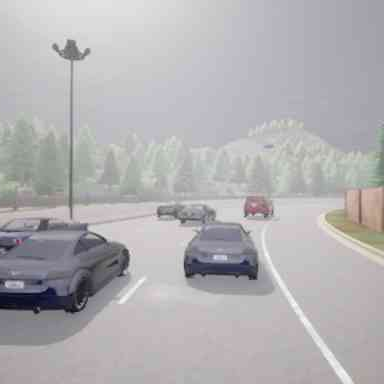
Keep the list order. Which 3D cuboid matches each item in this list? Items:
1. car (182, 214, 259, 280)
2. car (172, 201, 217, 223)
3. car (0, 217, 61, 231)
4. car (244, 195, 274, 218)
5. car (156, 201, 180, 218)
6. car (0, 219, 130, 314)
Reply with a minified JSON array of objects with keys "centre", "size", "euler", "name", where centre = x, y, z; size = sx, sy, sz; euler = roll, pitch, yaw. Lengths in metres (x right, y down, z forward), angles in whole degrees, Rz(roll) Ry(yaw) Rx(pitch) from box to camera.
[{"centre":[0.926,1.593,10.193],"size":[1.994,1.385,4.181],"euler":[0,0,7],"name":"car"},{"centre":[0.511,1.610,25.346],"size":[2.033,1.411,5.357],"euler":[0,0,17],"name":"car"},{"centre":[-5.803,1.601,12.904],"size":[1.895,1.301,4.718],"euler":[0,0,8],"name":"car"},{"centre":[6.417,1.330,31.641],"size":[2.150,2.045,5.566],"euler":[0,0,21],"name":"car"},{"centre":[-1.553,1.555,30.111],"size":[2.128,1.511,4.902],"euler":[0,0,19],"name":"car"},{"centre":[-2.866,1.567,7.718],"size":[1.994,1.385,4.181],"euler":[0,0,5],"name":"car"}]
